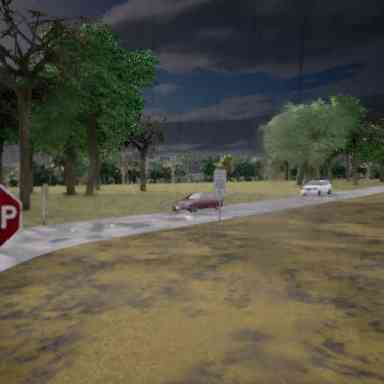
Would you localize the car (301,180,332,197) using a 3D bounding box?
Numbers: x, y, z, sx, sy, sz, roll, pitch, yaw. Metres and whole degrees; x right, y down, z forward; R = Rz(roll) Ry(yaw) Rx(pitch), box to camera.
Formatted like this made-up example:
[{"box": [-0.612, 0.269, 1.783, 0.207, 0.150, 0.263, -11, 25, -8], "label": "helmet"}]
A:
[{"box": [16.065, -0.462, 42.731, 2.150, 2.045, 5.566, 1, 3, 43], "label": "car"}]

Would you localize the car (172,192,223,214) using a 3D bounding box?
[{"box": [0.511, 0.771, 25.523, 1.812, 1.442, 4.674, 1, 3, 42], "label": "car"}]
